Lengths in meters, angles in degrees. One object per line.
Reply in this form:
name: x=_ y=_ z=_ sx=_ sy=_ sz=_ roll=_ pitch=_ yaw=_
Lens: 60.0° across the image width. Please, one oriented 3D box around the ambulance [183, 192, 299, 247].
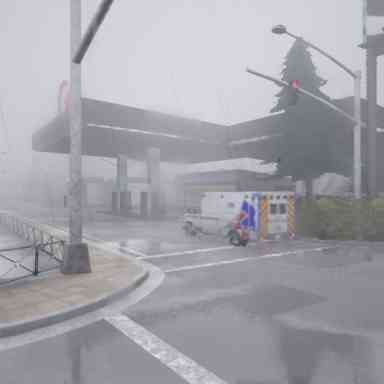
ambulance: x=1.995 y=1.235 z=16.489 sx=2.351 sy=2.431 sz=6.366 roll=0 pitch=0 yaw=-35
